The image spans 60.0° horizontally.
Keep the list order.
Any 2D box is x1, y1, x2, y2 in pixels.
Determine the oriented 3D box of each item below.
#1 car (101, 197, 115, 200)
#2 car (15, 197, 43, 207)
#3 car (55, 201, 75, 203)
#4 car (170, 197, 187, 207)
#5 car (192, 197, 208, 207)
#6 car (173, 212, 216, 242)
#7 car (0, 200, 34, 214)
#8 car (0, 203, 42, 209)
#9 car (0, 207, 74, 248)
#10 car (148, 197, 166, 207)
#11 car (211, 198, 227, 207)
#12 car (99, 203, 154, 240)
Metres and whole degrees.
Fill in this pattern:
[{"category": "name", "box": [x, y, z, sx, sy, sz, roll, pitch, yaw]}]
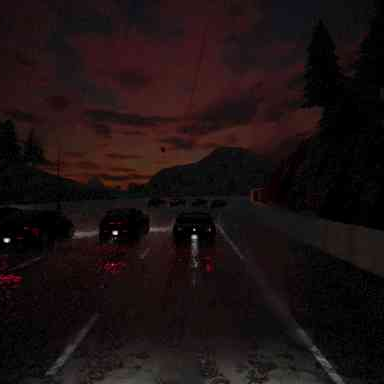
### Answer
[{"category": "car", "box": [-17.338, 1.513, 67.166, 2.128, 1.511, 4.902, 0, 0, 15]}, {"category": "car", "box": [-27.309, 1.663, 55.967, 1.812, 1.442, 4.674, 0, 0, 12]}, {"category": "car", "box": [-22.893, 1.652, 59.711, 1.837, 1.490, 4.892, 0, 0, 13]}, {"category": "car", "box": [-2.269, 1.634, 55.411, 1.837, 1.490, 4.892, -1, 0, 14]}, {"category": "car", "box": [1.391, 1.635, 55.680, 1.837, 1.490, 4.892, -1, 0, 14]}, {"category": "car", "box": [0.135, 1.639, 16.447, 1.895, 1.301, 4.718, 0, 0, 1]}, {"category": "car", "box": [-19.770, 1.612, 36.933, 1.812, 1.442, 4.674, 0, 0, 7]}, {"category": "car", "box": [-10.333, 1.521, 18.198, 1.882, 1.535, 5.008, 0, 0, 1]}, {"category": "car", "box": [-6.874, 1.541, 14.867, 1.837, 1.490, 4.892, 0, 0, 1]}, {"category": "car", "box": [-5.768, 1.621, 55.695, 2.128, 1.511, 4.902, 0, 0, 14]}, {"category": "car", "box": [4.222, 1.685, 52.243, 1.994, 1.385, 4.181, 0, 0, 13]}, {"category": "car", "box": [-3.349, 1.546, 17.116, 1.837, 1.490, 4.892, 0, 0, 1]}]
